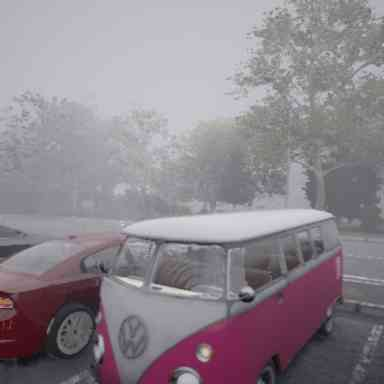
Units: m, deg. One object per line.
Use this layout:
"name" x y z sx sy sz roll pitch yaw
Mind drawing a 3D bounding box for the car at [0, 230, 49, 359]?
"car" -1.514 1.491 6.220 2.097 1.535 5.008 0 0 36

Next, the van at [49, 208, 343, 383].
"van" 0.681 1.259 4.517 1.878 1.987 4.442 0 0 36

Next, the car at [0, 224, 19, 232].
"car" -6.012 1.532 9.473 2.163 1.488 4.792 0 0 35
